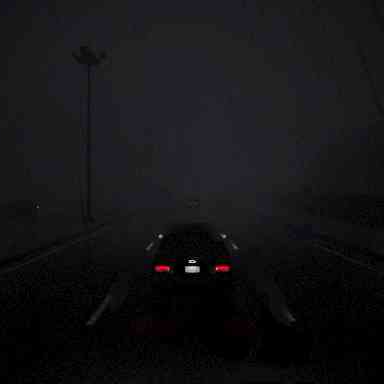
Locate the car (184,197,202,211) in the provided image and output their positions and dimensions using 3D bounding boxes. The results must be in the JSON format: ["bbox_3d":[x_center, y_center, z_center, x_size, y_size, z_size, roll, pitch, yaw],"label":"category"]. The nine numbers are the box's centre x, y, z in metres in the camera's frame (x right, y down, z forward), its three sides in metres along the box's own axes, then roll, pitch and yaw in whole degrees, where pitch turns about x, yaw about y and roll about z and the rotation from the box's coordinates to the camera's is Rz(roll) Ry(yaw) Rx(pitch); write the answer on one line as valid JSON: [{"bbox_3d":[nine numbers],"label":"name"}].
[{"bbox_3d":[0.116,1.491,39.895,2.128,1.511,4.902,0,0,0],"label":"car"}]

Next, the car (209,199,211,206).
[{"bbox_3d":[3.692,1.564,50.206,1.994,1.385,4.181,0,0,0],"label":"car"}]

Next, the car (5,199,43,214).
[{"bbox_3d":[-18.473,1.563,36.818,1.994,1.385,4.181,0,0,1],"label":"car"}]

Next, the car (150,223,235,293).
[{"bbox_3d":[0.007,1.548,8.959,2.033,1.411,5.357,0,0,0],"label":"car"}]

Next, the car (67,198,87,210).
[{"bbox_3d":[-14.857,1.483,44.026,1.882,1.535,5.008,0,0,1],"label":"car"}]

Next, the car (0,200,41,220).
[{"bbox_3d":[-15.049,1.491,28.476,2.128,1.511,4.902,0,0,0],"label":"car"}]

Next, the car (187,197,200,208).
[{"bbox_3d":[0.192,1.505,50.230,1.837,1.490,4.892,0,0,0],"label":"car"}]

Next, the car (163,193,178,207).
[{"bbox_3d":[-3.308,1.221,50.284,2.150,2.045,5.566,0,0,0],"label":"car"}]

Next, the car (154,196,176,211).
[{"bbox_3d":[-3.384,1.547,39.954,2.033,1.411,5.357,0,0,0],"label":"car"}]

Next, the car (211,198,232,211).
[{"bbox_3d":[3.615,1.478,39.789,1.882,1.535,5.008,0,0,0],"label":"car"}]
